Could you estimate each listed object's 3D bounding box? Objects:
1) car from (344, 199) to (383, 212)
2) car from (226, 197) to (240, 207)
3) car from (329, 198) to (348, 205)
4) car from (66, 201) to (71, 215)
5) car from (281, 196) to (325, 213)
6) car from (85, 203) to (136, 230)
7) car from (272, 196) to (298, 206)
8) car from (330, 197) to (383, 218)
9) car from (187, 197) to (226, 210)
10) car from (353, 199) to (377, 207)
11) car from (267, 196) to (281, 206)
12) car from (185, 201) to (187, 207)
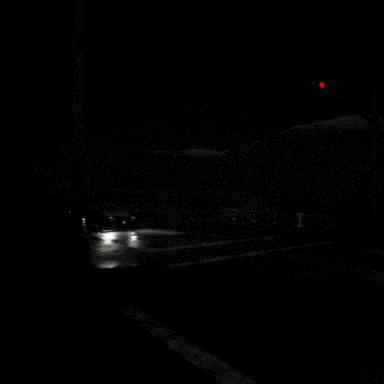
[{"bbox_3d":[23.793,1.820,46.059,2.007,1.523,4.514,1,0,-36],"label":"car"},{"bbox_3d":[5.646,1.570,55.272,2.152,1.636,5.027,1,0,-36],"label":"car"},{"bbox_3d":[33.270,2.178,75.569,1.845,1.501,3.633,1,0,-36],"label":"car"},{"bbox_3d":[-11.327,1.402,29.063,1.837,1.490,4.892,1,-1,-36],"label":"car"},{"bbox_3d":[13.282,1.478,39.343,1.932,1.855,4.605,1,0,-36],"label":"car"},{"bbox_3d":[-5.140,1.422,20.471,1.812,1.442,4.674,1,0,-36],"label":"car"},{"bbox_3d":[18.130,1.691,64.800,1.932,1.855,4.605,1,0,-36],"label":"car"},{"bbox_3d":[15.226,1.421,31.041,1.905,1.878,3.866,1,0,-36],"label":"car"},{"bbox_3d":[1.792,1.601,43.392,2.007,1.523,4.514,1,0,-36],"label":"car"},{"bbox_3d":[35.201,2.154,67.809,1.970,1.475,3.806,1,0,-36],"label":"car"},{"bbox_3d":[16.017,1.638,62.764,1.905,1.878,3.866,1,0,-36],"label":"car"},{"bbox_3d":[0.633,1.576,51.251,1.970,1.475,3.806,1,0,-36],"label":"car"}]
